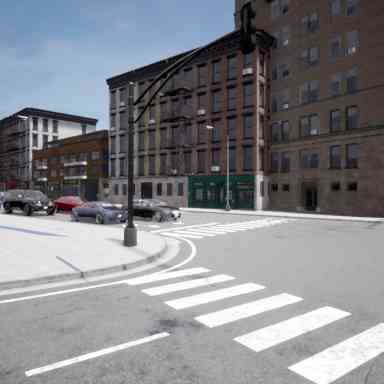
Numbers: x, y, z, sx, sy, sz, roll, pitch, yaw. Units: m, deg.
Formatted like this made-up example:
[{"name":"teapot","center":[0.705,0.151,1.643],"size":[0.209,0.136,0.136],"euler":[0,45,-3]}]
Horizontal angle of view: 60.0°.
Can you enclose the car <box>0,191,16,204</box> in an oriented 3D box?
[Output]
[{"name":"car","center":[-27.611,0.786,48.214],"size":[4.553,1.767,2.097],"euler":[1,0,41]}]

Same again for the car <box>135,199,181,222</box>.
[{"name":"car","center":[-2.948,1.239,23.445],"size":[4.902,1.511,2.128],"euler":[1,0,38]}]

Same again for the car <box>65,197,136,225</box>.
[{"name":"car","center":[-6.030,1.281,21.719],"size":[4.181,1.385,1.994],"euler":[1,0,37]}]

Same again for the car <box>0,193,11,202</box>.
[{"name":"car","center":[-33.169,0.897,57.589],"size":[4.674,1.442,1.812],"euler":[1,0,43]}]

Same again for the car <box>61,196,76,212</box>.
[{"name":"car","center":[-10.399,1.125,29.266],"size":[5.008,1.535,1.882],"euler":[1,0,39]}]

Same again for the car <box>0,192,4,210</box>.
[{"name":"car","center":[-21.149,0.876,33.850],"size":[4.553,1.767,2.097],"euler":[1,0,40]}]

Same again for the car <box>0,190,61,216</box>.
[{"name":"car","center":[-13.540,0.839,27.610],"size":[5.566,2.045,2.150],"euler":[1,0,39]}]
